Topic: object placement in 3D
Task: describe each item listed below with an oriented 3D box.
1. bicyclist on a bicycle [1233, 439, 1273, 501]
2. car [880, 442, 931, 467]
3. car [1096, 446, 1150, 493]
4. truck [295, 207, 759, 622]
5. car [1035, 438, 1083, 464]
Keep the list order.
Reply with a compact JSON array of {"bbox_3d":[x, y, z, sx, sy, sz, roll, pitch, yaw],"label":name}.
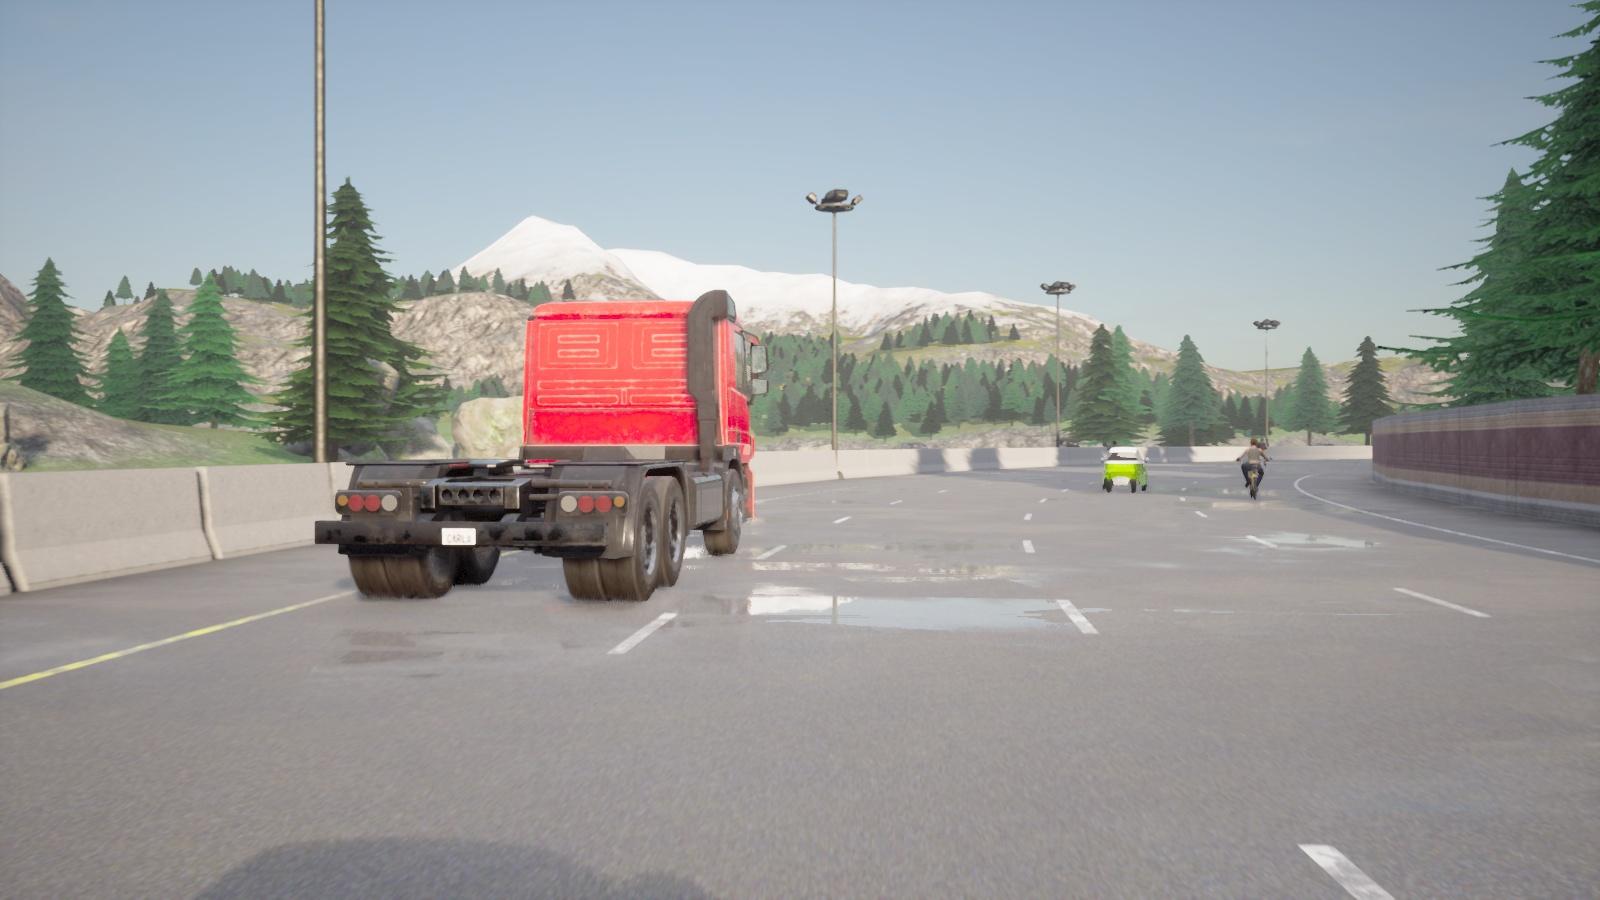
[{"bbox_3d":[11.952,0.511,33.145,0.866,1.612,1.509,0,0,15],"label":"bicyclist on a bicycle"},{"bbox_3d":[6.826,0.276,81.111,1.789,1.549,3.705,0,0,32],"label":"car"},{"bbox_3d":[10.085,0.593,39.110,1.481,1.376,2.207,0,1,18],"label":"car"},{"bbox_3d":[-2.473,-0.321,14.581,2.891,3.462,7.936,0,0,6],"label":"truck"},{"bbox_3d":[18.999,0.046,92.182,1.905,1.878,3.866,0,0,38],"label":"car"}]
